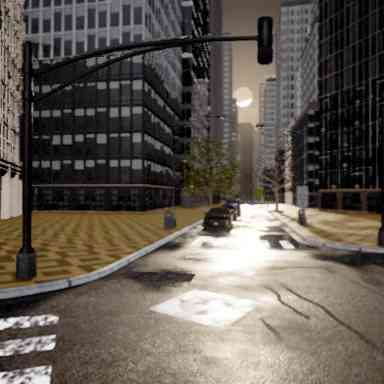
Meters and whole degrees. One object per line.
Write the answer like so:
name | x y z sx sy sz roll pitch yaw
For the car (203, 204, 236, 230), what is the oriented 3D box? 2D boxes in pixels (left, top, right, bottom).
car | 2.012 1.872 24.411 1.882 1.535 5.008 0 -1 10

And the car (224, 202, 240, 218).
car | 3.747 2.090 34.481 1.812 1.442 4.674 0 -1 10

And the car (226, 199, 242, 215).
car | 5.557 1.965 44.988 2.150 2.045 5.566 0 -1 10
